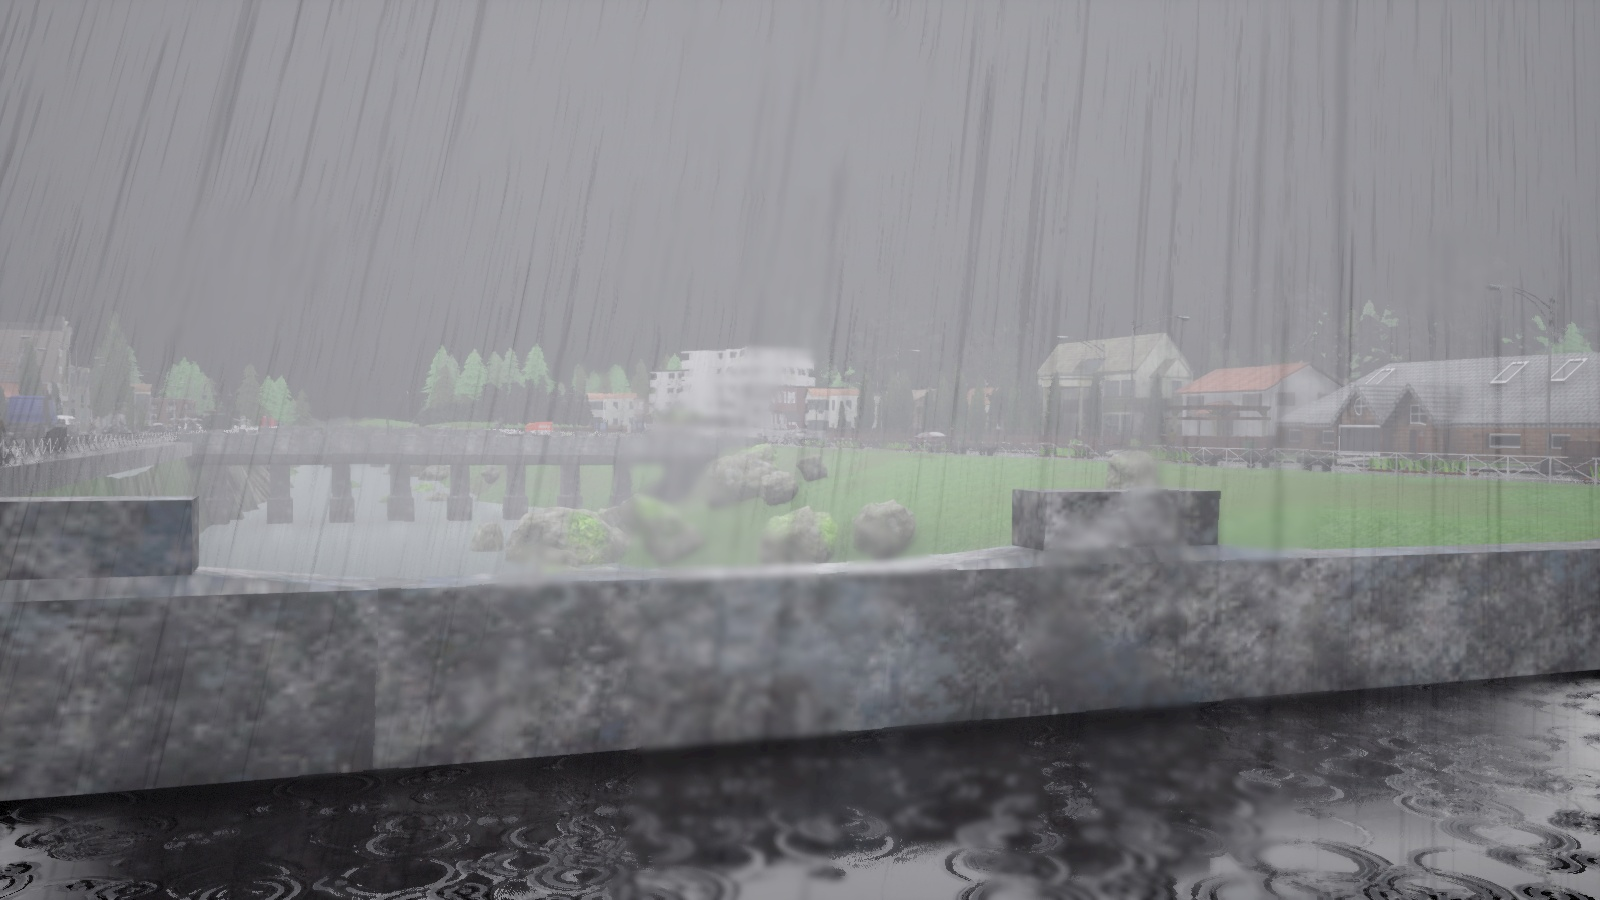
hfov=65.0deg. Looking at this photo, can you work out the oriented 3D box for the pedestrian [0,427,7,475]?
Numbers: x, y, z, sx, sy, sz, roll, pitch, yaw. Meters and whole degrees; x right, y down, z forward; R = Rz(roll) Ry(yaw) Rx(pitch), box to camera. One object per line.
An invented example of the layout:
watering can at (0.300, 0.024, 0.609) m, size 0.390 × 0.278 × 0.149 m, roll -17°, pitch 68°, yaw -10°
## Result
pedestrian at (-32.046, 0.038, 50.193) m, size 0.396 × 1.930 × 0.692 m, roll -1°, pitch 1°, yaw -17°
